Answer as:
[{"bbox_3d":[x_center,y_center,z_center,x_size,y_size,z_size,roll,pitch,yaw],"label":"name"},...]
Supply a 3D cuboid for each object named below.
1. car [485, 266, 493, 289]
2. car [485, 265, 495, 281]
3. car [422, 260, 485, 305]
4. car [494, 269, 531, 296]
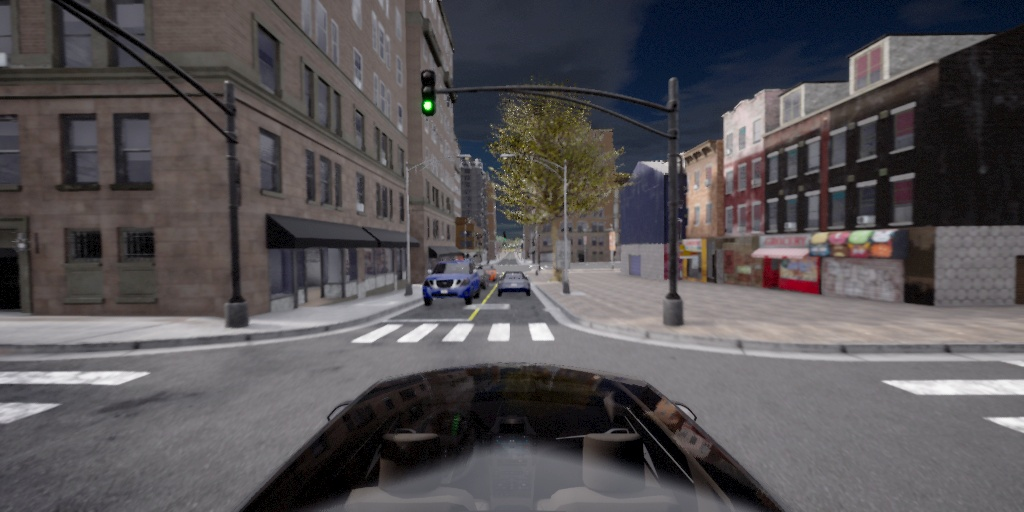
[{"bbox_3d":[-2.774,1.726,27.558,1.837,1.490,4.892,-1,-1,0],"label":"car"},{"bbox_3d":[-2.718,1.699,37.426,2.097,1.767,4.553,-1,0,0],"label":"car"},{"bbox_3d":[-2.838,1.231,17.976,2.150,2.045,5.566,-1,-2,1],"label":"car"},{"bbox_3d":[0.126,1.648,22.333,1.994,1.385,4.181,-1,-1,0],"label":"car"}]
